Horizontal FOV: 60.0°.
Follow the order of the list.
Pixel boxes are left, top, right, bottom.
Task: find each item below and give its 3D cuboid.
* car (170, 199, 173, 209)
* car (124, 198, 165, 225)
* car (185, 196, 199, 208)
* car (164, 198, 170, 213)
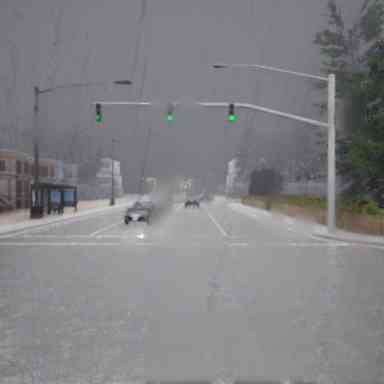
[{"bbox_3d":[-3.537,1.506,44.353,2.033,1.411,5.357,0,0,0],"label":"car"},{"bbox_3d":[-3.564,1.474,24.216,2.128,1.511,4.902,0,0,4],"label":"car"},{"bbox_3d":[0.002,1.303,48.562,2.097,1.767,4.553,0,0,0],"label":"car"},{"bbox_3d":[-3.599,1.497,33.846,1.812,1.442,4.674,0,0,0],"label":"car"}]
